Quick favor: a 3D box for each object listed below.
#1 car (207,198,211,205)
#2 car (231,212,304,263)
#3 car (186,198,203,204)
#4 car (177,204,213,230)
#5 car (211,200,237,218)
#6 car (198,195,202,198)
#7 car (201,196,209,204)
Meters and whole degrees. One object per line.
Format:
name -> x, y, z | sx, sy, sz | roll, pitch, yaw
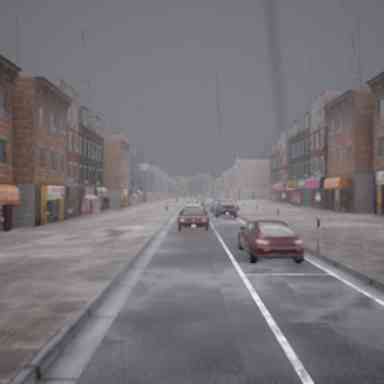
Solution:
car -> 3.007, 1.633, 37.604 | 1.812, 1.442, 4.674 | 0, 0, 0
car -> 2.631, 1.603, 11.700 | 1.802, 1.307, 4.206 | 0, 0, 0
car -> 0.081, 1.732, 42.622 | 1.895, 1.301, 4.718 | 0, 0, 0
car -> 0.085, 1.647, 21.254 | 1.895, 1.301, 4.718 | 0, 0, 0
car -> 3.007, 1.582, 30.604 | 1.837, 1.490, 4.892 | 0, 0, 0
car -> 2.606, 1.671, 60.902 | 1.967, 1.590, 4.097 | 0, 0, 0
car -> 2.612, 1.695, 50.138 | 1.752, 1.417, 4.829 | 0, 0, 0
